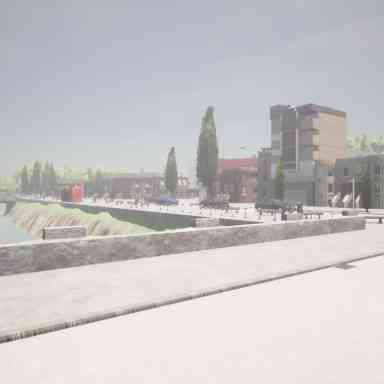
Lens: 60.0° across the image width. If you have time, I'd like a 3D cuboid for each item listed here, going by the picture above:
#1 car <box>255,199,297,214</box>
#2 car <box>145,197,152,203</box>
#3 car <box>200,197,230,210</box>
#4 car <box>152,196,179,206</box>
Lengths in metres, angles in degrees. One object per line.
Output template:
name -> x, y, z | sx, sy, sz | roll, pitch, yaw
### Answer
car -> 8.905, 1.505, 35.724 | 1.837, 1.490, 4.892 | 0, 0, -36
car -> -7.286, 1.547, 65.507 | 2.033, 1.411, 5.357 | 0, 0, -36
car -> 2.967, 1.504, 44.014 | 1.837, 1.490, 4.892 | 0, 0, -36
car -> -3.970, 1.478, 53.746 | 1.882, 1.535, 5.008 | 0, 0, -35
